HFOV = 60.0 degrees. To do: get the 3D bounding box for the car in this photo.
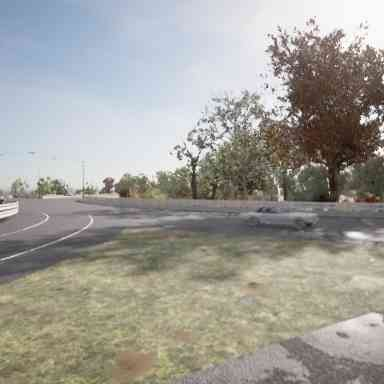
[{"bbox_3d":[5.592,1.573,21.361,4.718,1.301,1.895,0,0,32],"label":"car"}]
